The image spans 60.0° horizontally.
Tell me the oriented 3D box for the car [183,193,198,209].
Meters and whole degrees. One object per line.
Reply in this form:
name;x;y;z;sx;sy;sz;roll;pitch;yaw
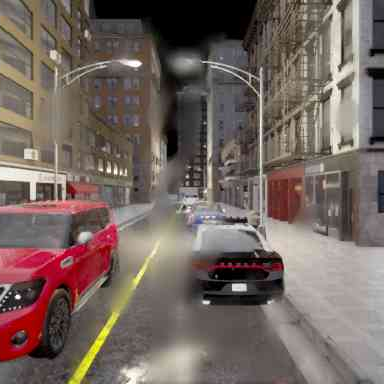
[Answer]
car;-0.110;1.212;45.946;2.150;2.045;5.566;0;0;0

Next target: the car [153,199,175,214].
car;-2.860;1.497;34.733;1.837;1.490;4.892;0;0;0

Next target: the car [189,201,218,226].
car;0.749;1.472;24.150;1.882;1.535;5.008;0;0;0

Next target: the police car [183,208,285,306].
police car;0.799;1.424;8.260;1.930;1.638;5.238;0;0;0

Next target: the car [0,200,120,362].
car;-2.870;1.221;6.312;2.150;2.045;5.566;0;0;0

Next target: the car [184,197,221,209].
car;0.767;1.347;18.121;2.097;1.767;4.553;0;0;0

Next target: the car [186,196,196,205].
car;-0.193;1.517;60.745;1.812;1.442;4.674;0;0;0
